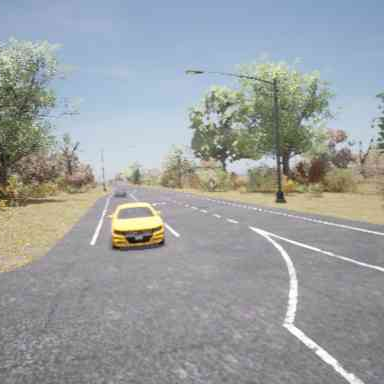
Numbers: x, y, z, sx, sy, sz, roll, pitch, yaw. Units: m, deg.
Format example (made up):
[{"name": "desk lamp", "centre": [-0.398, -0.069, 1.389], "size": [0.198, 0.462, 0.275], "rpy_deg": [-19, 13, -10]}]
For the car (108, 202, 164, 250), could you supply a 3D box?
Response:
[{"name": "car", "centre": [-2.349, 1.217, 13.660], "size": [1.882, 1.535, 5.008], "rpy_deg": [-4, 2, -13]}]

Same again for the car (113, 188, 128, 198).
[{"name": "car", "centre": [-11.004, 0.089, 50.889], "size": [1.812, 1.442, 4.674], "rpy_deg": [-4, 3, -12]}]
